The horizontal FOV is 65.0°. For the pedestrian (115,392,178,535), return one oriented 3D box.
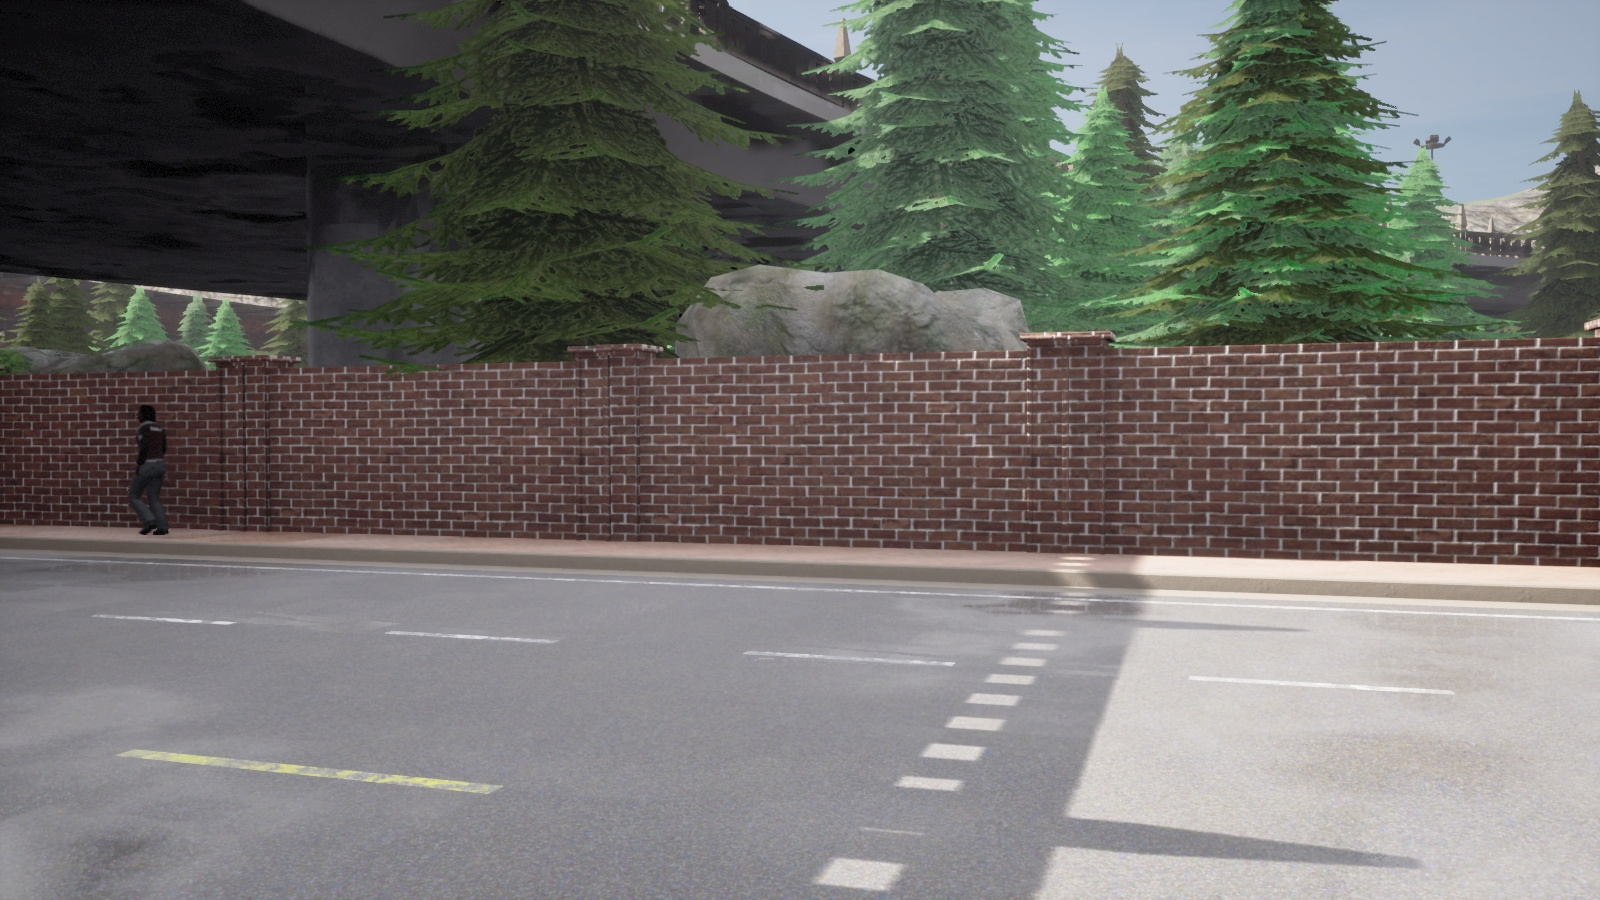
[{"bbox_3d":[-8.992,0.175,17.283,0.666,1.930,0.402,0,1,16],"label":"pedestrian"}]
